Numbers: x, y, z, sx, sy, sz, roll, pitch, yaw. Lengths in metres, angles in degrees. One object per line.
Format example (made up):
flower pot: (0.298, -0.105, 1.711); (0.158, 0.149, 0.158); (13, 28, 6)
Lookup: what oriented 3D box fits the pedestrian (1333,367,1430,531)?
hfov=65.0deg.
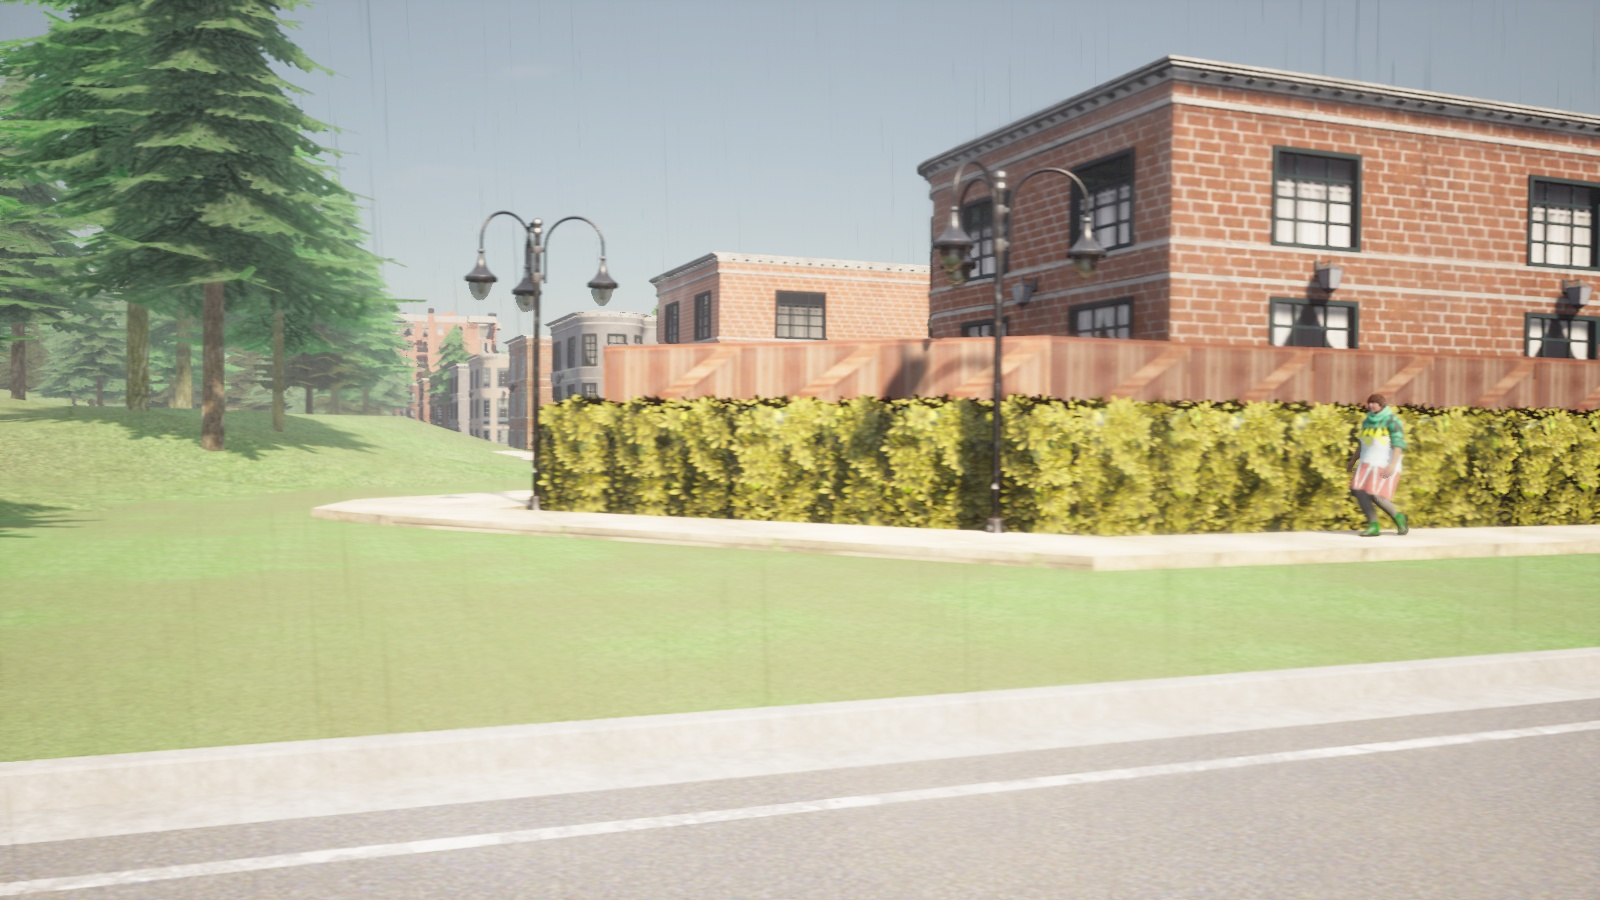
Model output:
pedestrian: (7.160, -0.022, 15.468); (0.873, 1.952, 0.659); (-1, 1, -21)
